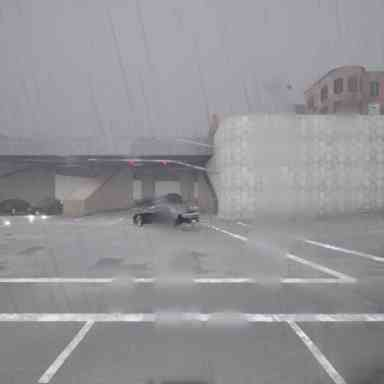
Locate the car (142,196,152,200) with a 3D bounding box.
[{"bbox_3d":[-8.260,1.547,63.262,2.033,1.411,5.357,0,0,3],"label":"car"}]

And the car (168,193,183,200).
[{"bbox_3d":[-3.700,1.224,71.358,2.150,2.045,5.566,0,0,17],"label":"car"}]

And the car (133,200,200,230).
[{"bbox_3d":[-1.713,1.493,21.132,4.902,1.511,2.128,0,1,40],"label":"car"}]

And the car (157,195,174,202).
[{"bbox_3d":[-5.976,1.500,75.461,1.837,1.490,4.892,0,0,24],"label":"car"}]

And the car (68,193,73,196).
[{"bbox_3d":[-18.881,1.222,53.768,2.150,2.045,5.566,0,0,-1],"label":"car"}]

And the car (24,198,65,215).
[{"bbox_3d":[-14.881,1.547,34.484,2.033,1.411,5.357,0,0,-2],"label":"car"}]

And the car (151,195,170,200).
[{"bbox_3d":[-4.628,1.525,50.135,1.812,1.442,4.674,0,0,-2],"label":"car"}]

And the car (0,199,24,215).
[{"bbox_3d":[-18.369,1.478,34.074,1.882,1.535,5.008,0,0,-1],"label":"car"}]
